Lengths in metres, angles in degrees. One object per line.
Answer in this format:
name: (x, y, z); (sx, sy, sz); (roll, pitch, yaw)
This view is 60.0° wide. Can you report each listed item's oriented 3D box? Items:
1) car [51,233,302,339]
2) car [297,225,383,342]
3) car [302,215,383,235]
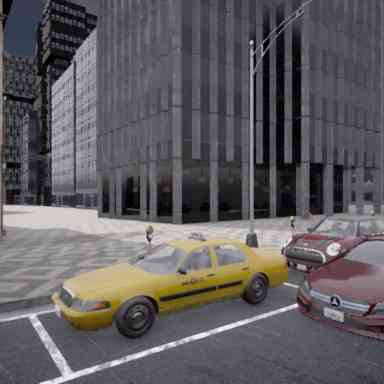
car: (-0.123, 1.526, 6.562); (4.829, 1.417, 1.752); (0, 0, -36)
car: (3.961, 1.526, 6.206); (4.674, 1.442, 1.812); (0, 0, -36)
car: (4.483, 1.441, 9.848); (4.097, 1.590, 1.967); (0, 0, -36)
